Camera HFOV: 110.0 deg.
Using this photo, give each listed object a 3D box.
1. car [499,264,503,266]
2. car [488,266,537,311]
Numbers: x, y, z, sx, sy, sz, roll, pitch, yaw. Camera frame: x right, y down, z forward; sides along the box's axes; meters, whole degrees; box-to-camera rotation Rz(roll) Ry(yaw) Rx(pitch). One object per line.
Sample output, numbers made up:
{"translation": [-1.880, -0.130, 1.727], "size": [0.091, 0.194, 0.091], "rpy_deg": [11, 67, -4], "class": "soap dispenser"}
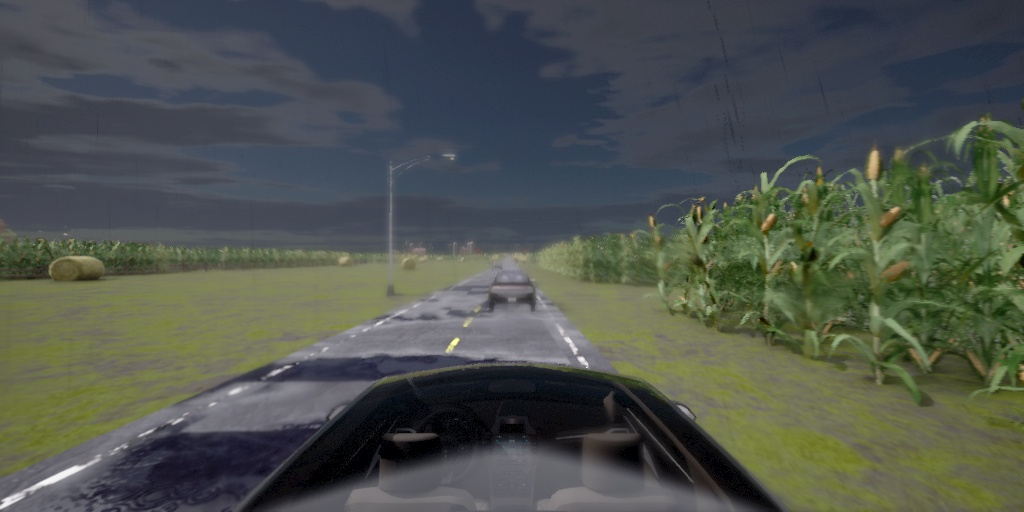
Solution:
{"translation": [0.020, 1.626, 30.093], "size": [1.895, 1.301, 4.718], "rpy_deg": [0, 0, 0], "class": "car"}
{"translation": [0.023, 1.381, 15.347], "size": [2.128, 1.511, 4.902], "rpy_deg": [0, 0, 1], "class": "car"}
